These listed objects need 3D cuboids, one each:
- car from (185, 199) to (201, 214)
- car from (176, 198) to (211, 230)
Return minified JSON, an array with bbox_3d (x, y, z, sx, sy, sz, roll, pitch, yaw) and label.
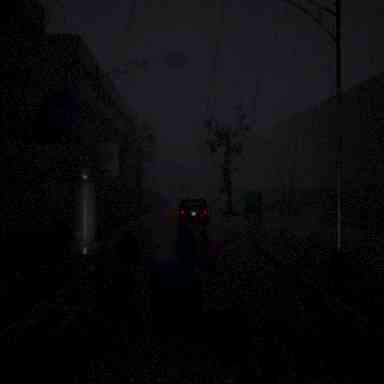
[{"bbox_3d":[0.099,1.757,41.327,1.882,1.535,5.008,0,1,0],"label":"car"},{"bbox_3d":[0.085,1.458,23.017,2.150,2.045,5.566,0,-1,0],"label":"car"}]
